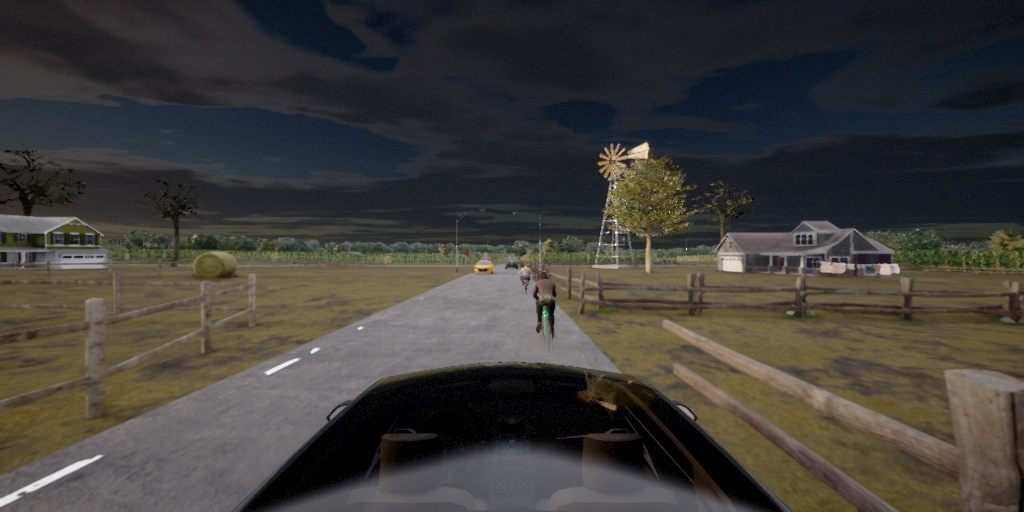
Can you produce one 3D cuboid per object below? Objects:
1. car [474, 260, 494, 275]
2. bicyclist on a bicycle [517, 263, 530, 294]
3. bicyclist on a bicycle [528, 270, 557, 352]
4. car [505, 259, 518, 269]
[{"bbox_3d":[-2.983,1.219,39.006,1.882,1.535,5.008,0,0,0],"label":"car"},{"bbox_3d":[0.724,1.154,19.026,0.866,1.612,1.509,0,0,0],"label":"bicyclist on a bicycle"},{"bbox_3d":[0.738,1.187,7.940,0.582,1.620,1.656,0,0,0],"label":"bicyclist on a bicycle"},{"bbox_3d":[-0.081,1.229,59.240,2.097,1.767,4.553,0,0,-2],"label":"car"}]
